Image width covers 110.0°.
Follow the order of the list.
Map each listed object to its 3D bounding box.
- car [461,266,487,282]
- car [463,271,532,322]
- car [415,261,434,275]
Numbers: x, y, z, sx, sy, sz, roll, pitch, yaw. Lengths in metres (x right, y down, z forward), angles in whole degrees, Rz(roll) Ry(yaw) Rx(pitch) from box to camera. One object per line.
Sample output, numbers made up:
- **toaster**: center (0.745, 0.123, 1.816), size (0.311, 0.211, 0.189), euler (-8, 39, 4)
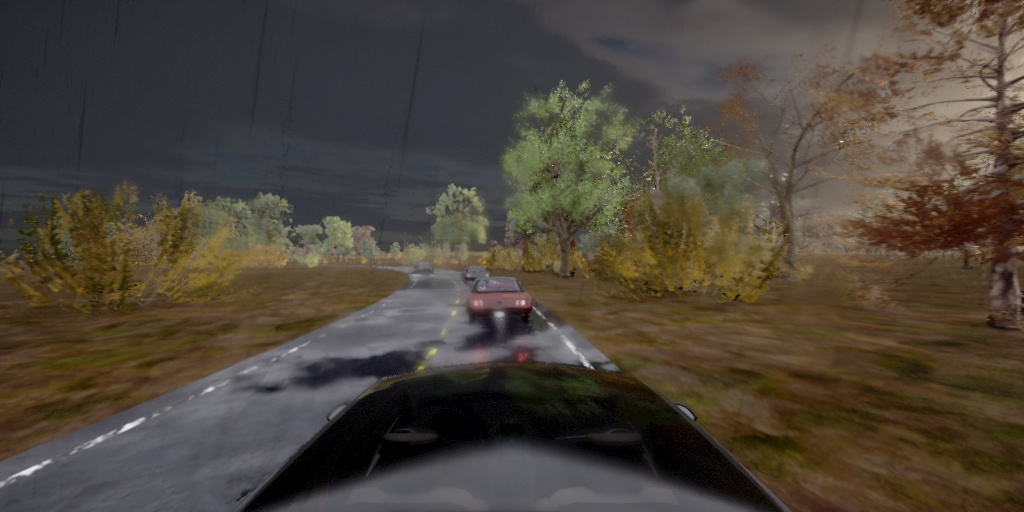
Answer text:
- **car**: center (-2.859, 1.411, 27.538), size (1.895, 1.301, 4.718), euler (0, 0, -12)
- **car**: center (-0.536, 1.369, 12.331), size (1.895, 1.301, 4.718), euler (0, 0, -5)
- **car**: center (-10.433, 1.392, 42.550), size (1.837, 1.490, 4.892), euler (0, 0, -20)
